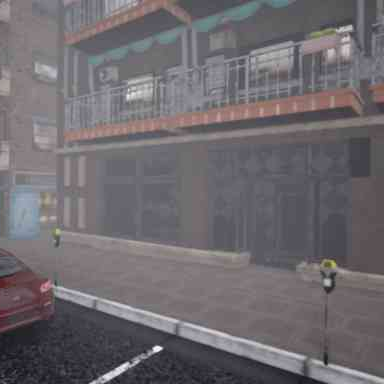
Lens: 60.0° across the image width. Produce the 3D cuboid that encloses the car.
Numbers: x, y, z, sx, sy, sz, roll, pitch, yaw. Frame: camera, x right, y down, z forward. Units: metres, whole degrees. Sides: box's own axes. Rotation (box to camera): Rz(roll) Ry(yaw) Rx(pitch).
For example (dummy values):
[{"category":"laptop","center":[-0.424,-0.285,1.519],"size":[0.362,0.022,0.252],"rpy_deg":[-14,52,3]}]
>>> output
[{"category":"car","center":[-4.069,1.577,5.766],"size":[4.206,1.307,1.802],"rpy_deg":[0,1,36]}]
